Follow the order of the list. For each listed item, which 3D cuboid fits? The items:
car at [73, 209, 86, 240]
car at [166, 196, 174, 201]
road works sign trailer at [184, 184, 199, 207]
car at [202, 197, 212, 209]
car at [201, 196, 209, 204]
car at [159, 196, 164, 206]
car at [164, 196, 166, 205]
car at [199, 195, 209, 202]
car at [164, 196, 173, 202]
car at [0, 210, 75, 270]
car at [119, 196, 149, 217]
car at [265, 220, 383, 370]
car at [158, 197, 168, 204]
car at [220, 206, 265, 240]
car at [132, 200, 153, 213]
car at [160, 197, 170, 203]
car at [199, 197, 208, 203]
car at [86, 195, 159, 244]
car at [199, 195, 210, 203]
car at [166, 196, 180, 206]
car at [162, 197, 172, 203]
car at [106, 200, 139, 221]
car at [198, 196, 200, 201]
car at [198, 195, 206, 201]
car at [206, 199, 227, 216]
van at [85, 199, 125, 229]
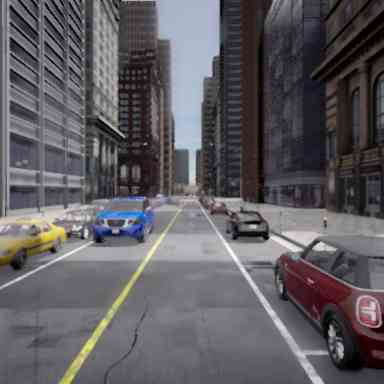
[{"bbox_3d":[-5.789,1.591,16.993,2.008,1.369,4.403,0,0,0],"label":"car"},{"bbox_3d":[-5.890,1.815,90.269,2.008,1.369,4.403,0,0,0],"label":"car"},{"bbox_3d":[-0.073,0.601,52.719,2.380,3.560,2.880,0,0,0],"label":"road works sign trailer"},{"bbox_3d":[2.697,1.697,45.193,1.802,1.307,4.206,0,0,0],"label":"car"},{"bbox_3d":[2.689,1.713,50.830,1.802,1.307,4.206,0,0,0],"label":"car"},{"bbox_3d":[-5.836,1.681,50.813,2.008,1.369,4.403,0,0,0],"label":"car"},{"bbox_3d":[-5.843,1.729,56.450,1.802,1.307,4.206,0,0,0],"label":"car"},{"bbox_3d":[2.681,1.588,56.467,1.967,1.590,4.097,0,0,0],"label":"car"},{"bbox_3d":[-5.883,1.809,84.632,1.947,1.339,4.313,0,0,0],"label":"car"},{"bbox_3d":[-5.781,1.551,11.187,1.752,1.417,4.829,0,0,0],"label":"car"},{"bbox_3d":[-5.813,1.399,33.904,2.192,1.841,5.009,0,0,0],"label":"car"},{"bbox_3d":[2.751,1.454,5.739,1.967,1.590,4.097,0,0,0],"label":"car"},{"bbox_3d":[-5.859,1.708,67.553,1.752,1.417,4.829,0,0,0],"label":"car"},{"bbox_3d":[2.736,1.607,17.012,1.947,1.339,4.313,0,0,0],"label":"car"},{"bbox_3d":[-5.820,1.665,39.540,1.947,1.339,4.313,0,0,0],"label":"car"},{"bbox_3d":[-5.867,1.785,73.359,1.802,1.307,4.206,0,0,0],"label":"car"},{"bbox_3d":[2.650,1.789,79.010,1.947,1.339,4.313,0,0,0],"label":"car"},{"bbox_3d":[-3.123,1.260,16.319,2.150,2.045,5.566,0,0,0],"label":"car"},{"bbox_3d":[2.657,1.518,73.375,2.192,1.841,5.009,0,0,0],"label":"car"},{"bbox_3d":[-3.137,1.717,58.405,1.994,1.385,4.181,0,0,0],"label":"car"},{"bbox_3d":[-5.875,1.789,78.996,1.947,1.339,4.313,0,0,0],"label":"car"},{"bbox_3d":[-5.805,1.510,28.266,1.967,1.590,4.097,0,0,0],"label":"car"},{"bbox_3d":[2.665,1.499,67.738,2.192,1.841,5.009,0,0,0],"label":"car"},{"bbox_3d":[2.634,1.705,90.283,1.967,1.590,4.097,0,0,0],"label":"car"},{"bbox_3d":[2.713,1.667,33.921,1.802,1.307,4.206,0,0,0],"label":"car"},{"bbox_3d":[-5.797,1.396,22.630,1.690,1.788,3.998,0,0,0],"label":"van"}]
